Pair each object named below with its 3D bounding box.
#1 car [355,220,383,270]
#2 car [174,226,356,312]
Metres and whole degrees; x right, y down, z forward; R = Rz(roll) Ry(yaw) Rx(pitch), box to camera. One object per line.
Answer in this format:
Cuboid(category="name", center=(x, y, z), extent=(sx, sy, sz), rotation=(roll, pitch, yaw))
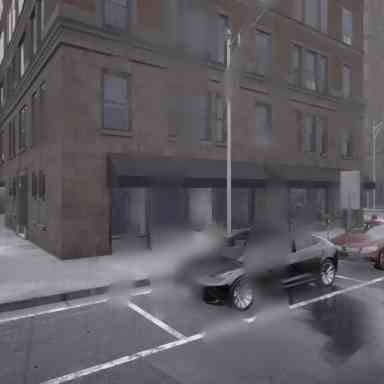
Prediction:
Cuboid(category="car", center=(6.122, 1.582, 10.905), extent=(4.206, 1.307, 1.802), rotation=(0, 0, -36))
Cuboid(category="car", center=(1.644, 1.566, 7.709), extent=(4.313, 1.339, 1.947), rotation=(0, 0, -36))
